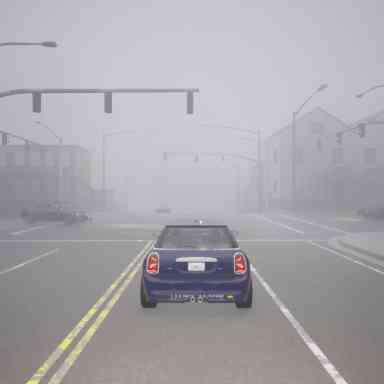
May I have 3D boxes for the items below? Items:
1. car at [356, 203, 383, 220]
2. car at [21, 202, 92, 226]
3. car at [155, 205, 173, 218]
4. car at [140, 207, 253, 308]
[{"bbox_3d":[16.633,1.547,27.651,5.357,1.411,2.033,0,0,-1],"label":"car"},{"bbox_3d":[-9.285,1.448,22.862,4.902,1.511,2.128,0,0,13],"label":"car"},{"bbox_3d":[-3.551,2.570,42.552,1.895,1.301,4.718,0,-8,0],"label":"car"},{"bbox_3d":[0.094,1.352,8.068,2.097,1.767,4.553,0,0,0],"label":"car"}]
